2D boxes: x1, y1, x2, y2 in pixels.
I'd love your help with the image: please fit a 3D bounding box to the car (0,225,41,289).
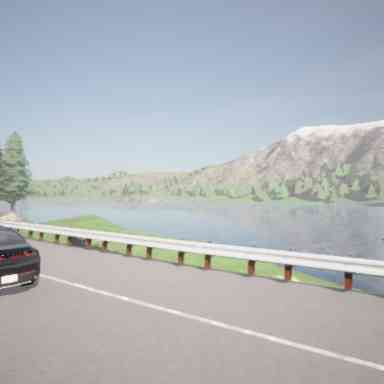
[{"bbox_3d":[-5.664,1.551,8.320,4.892,1.490,1.837,0,0,37],"label":"car"}]
